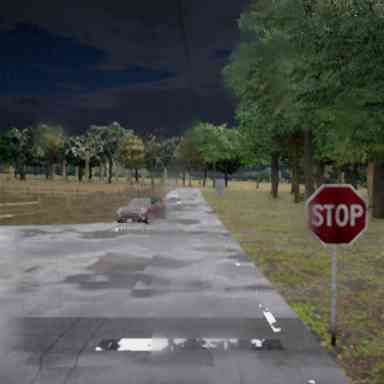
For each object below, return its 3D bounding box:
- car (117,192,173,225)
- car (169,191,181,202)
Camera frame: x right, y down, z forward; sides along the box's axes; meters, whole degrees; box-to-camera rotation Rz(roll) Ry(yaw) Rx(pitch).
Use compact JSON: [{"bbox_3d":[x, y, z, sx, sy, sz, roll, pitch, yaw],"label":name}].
[{"bbox_3d":[-3.199,1.090,22.172,2.097,1.767,4.553,-1,1,15],"label":"car"},{"bbox_3d":[-2.662,0.586,47.701,1.812,1.442,4.674,0,2,0],"label":"car"}]
